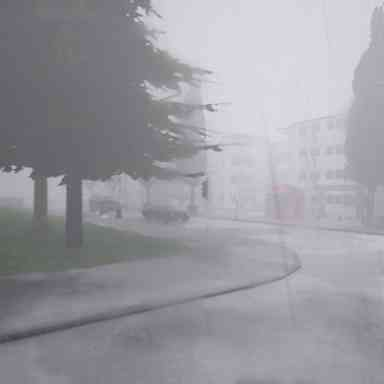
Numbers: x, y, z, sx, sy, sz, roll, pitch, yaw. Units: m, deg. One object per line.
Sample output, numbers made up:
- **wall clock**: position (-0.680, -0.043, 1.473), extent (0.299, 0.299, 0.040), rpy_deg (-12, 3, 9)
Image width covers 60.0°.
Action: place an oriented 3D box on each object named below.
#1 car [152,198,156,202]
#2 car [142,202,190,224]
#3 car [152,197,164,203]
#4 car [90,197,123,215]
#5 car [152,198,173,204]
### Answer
- **car**: position (-7.299, 2.062, 81.678), extent (4.536, 1.218, 1.853), rpy_deg (1, 0, -6)
- **car**: position (-2.131, 1.782, 26.810), extent (1.895, 1.301, 4.718), rpy_deg (1, -1, -35)
- **car**: position (-8.591, 1.981, 84.160), extent (1.845, 1.501, 3.633), rpy_deg (1, 0, -24)
- **car**: position (-9.816, 1.403, 37.616), extent (2.150, 2.045, 5.566), rpy_deg (1, 0, -35)
- **car**: position (-7.249, 2.220, 81.682), extent (4.974, 1.542, 2.038), rpy_deg (1, 0, -6)
